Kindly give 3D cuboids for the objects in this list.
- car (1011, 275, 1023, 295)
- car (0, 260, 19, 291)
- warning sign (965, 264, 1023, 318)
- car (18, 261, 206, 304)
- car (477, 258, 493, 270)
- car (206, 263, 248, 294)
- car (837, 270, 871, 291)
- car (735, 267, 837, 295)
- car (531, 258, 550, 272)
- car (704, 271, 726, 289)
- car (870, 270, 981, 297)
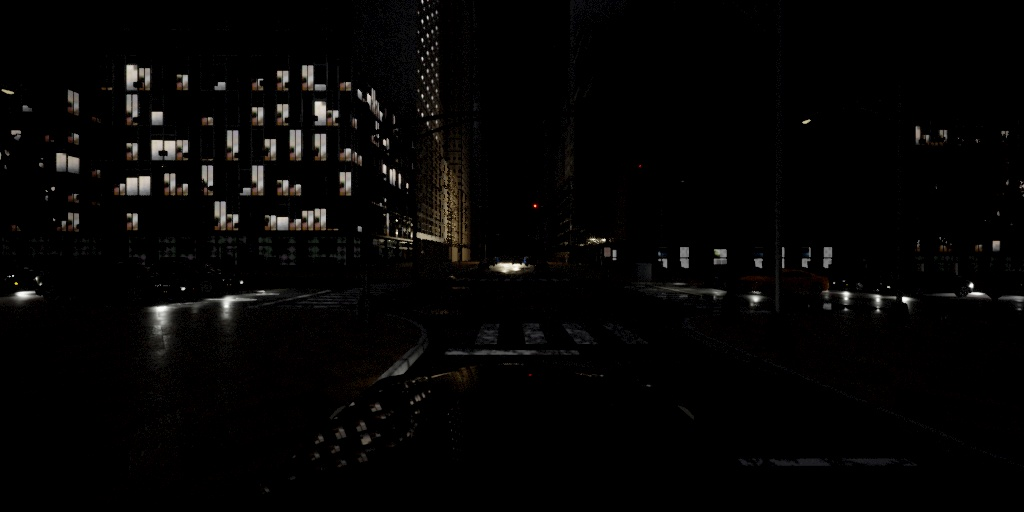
[{"bbox_3d":[35.916,2.021,23.158,4.718,1.301,1.895,1,0,-3],"label":"car"},{"bbox_3d":[-24.429,0.891,16.844,4.181,1.385,1.994,1,0,-3],"label":"car"},{"bbox_3d":[17.262,1.204,12.818,1.060,1.860,1.300,0,0,-3],"label":"warning sign"},{"bbox_3d":[-15.373,0.998,14.018,4.892,1.490,1.837,1,0,-3],"label":"car"},{"bbox_3d":[-4.086,1.343,52.087,1.802,1.307,4.207,0,0,0],"label":"car"},{"bbox_3d":[-15.524,0.995,17.264,4.892,1.490,1.837,1,0,-3],"label":"car"},{"bbox_3d":[25.618,1.740,25.929,4.892,1.490,1.837,1,0,-3],"label":"car"},{"bbox_3d":[16.729,1.554,22.252,5.008,1.535,1.882,1,0,-3],"label":"car"},{"bbox_3d":[3.873,1.329,46.604,1.948,1.339,4.313,0,0,0],"label":"car"},{"bbox_3d":[16.320,1.546,25.487,5.008,1.535,1.882,1,0,-3],"label":"car"},{"bbox_3d":[26.129,1.750,22.700,4.892,1.490,1.837,1,0,-3],"label":"car"}]
